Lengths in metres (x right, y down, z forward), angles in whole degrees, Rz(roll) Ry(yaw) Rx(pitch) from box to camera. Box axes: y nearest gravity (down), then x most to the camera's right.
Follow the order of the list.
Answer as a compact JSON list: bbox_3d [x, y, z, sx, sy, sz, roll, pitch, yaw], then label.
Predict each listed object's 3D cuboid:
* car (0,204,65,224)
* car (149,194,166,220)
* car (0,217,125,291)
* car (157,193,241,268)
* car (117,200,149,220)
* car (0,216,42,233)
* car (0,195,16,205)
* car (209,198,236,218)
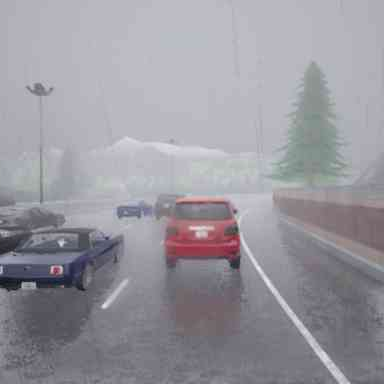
[{"bbox_3d":[-9.429,1.562,19.408,2.033,1.411,5.357,-1,0,7],"label":"car"},{"bbox_3d":[-1.362,1.127,26.387,2.150,2.045,5.566,-1,0,10],"label":"car"},{"bbox_3d":[-3.205,1.596,8.939,1.895,1.301,4.718,-1,0,2],"label":"car"},{"bbox_3d":[0.399,1.171,11.270,2.150,2.045,5.566,-1,0,3],"label":"car"},{"bbox_3d":[-4.623,1.410,27.860,1.882,1.535,5.008,-1,0,10],"label":"car"},{"bbox_3d":[-6.666,1.627,9.875,1.895,1.301,4.718,-1,0,3],"label":"car"},{"bbox_3d":[-18.588,1.338,30.429,2.150,2.045,5.566,-1,0,10],"label":"car"},{"bbox_3d":[2.798,1.329,29.483,1.882,1.535,5.008,-1,0,11],"label":"car"}]
